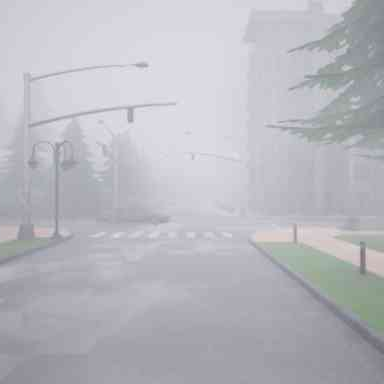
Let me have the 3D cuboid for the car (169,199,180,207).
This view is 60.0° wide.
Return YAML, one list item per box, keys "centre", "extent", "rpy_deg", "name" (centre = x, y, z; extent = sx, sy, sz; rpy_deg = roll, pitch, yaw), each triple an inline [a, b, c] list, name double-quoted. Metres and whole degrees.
- centre: [-3.528, 2.168, 66.210]
  extent: [1.812, 1.442, 4.674]
  rpy_deg: [0, -1, 1]
  name: "car"

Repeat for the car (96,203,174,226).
- centre: [-4.321, 1.756, 24.906]
  extent: [5.357, 1.411, 2.033]
  rpy_deg: [0, -1, 1]
  name: "car"
